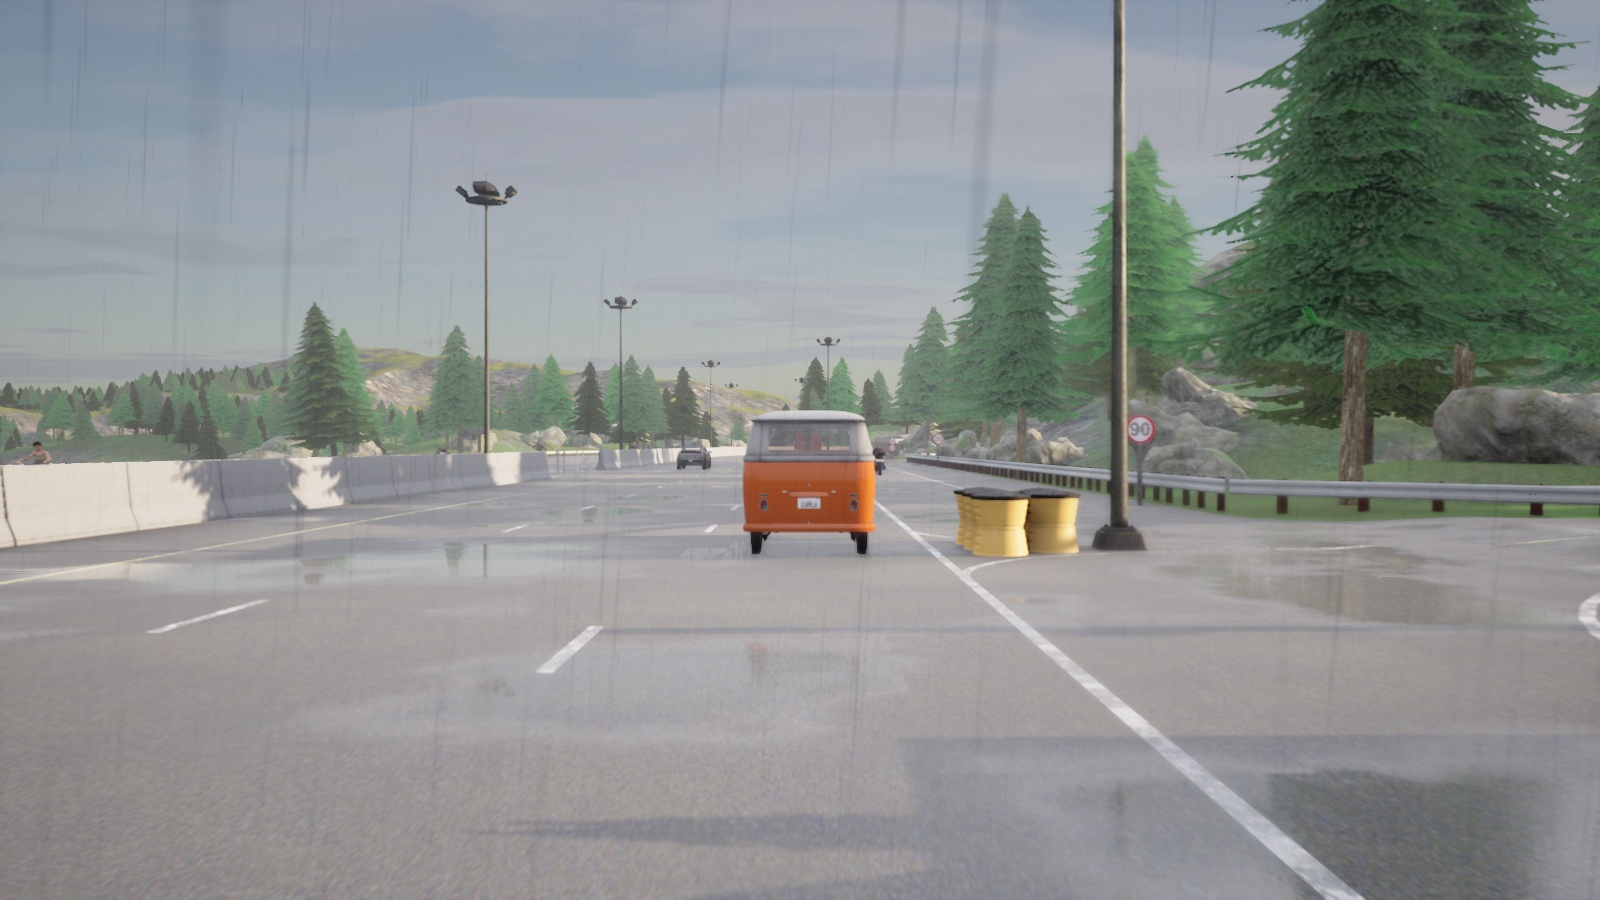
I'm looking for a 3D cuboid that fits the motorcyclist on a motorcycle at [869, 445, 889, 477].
[{"bbox_3d":[3.904,0.538,61.965,0.866,1.530,2.191,0,0,0],"label":"motorcyclist on a motorcycle"}]

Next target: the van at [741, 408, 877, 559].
[{"bbox_3d":[0.132,0.426,18.730,1.775,1.987,4.442,0,0,0],"label":"van"}]

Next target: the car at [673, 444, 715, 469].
[{"bbox_3d":[-6.499,0.389,77.344,2.128,1.511,4.902,0,0,0],"label":"car"}]
